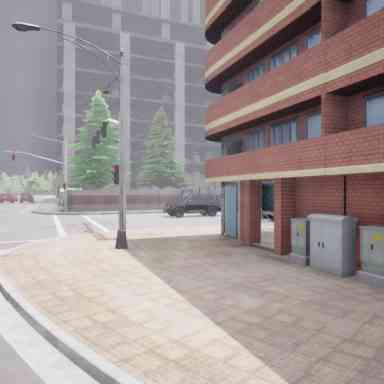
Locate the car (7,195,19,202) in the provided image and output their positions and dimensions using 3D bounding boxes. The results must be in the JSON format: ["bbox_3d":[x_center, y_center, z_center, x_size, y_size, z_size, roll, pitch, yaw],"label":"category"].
[{"bbox_3d":[-42.107,1.540,78.274,2.033,1.411,5.357,0,0,-23],"label":"car"}]

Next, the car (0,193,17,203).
[{"bbox_3d":[-37.966,1.225,68.479,2.150,2.045,5.566,0,0,-23],"label":"car"}]

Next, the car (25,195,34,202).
[{"bbox_3d":[-38.721,1.524,79.253,1.812,1.442,4.674,0,0,-23],"label":"car"}]

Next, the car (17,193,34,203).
[{"bbox_3d":[-34.599,1.225,69.503,2.150,2.045,5.566,0,0,-23],"label":"car"}]

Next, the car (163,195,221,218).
[{"bbox_3d":[0.124,1.277,31.329,5.566,2.045,2.150,0,0,-22],"label":"car"}]
